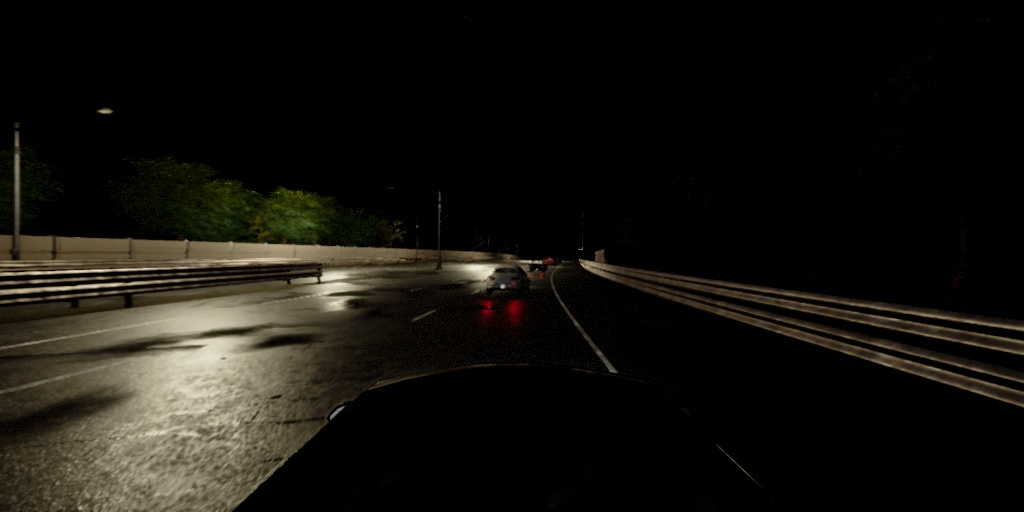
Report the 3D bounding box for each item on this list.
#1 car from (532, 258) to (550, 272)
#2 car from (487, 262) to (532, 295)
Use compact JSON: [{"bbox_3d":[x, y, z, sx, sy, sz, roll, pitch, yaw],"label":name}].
[{"bbox_3d":[3.074,1.180,41.770,1.895,1.301,4.718,1,0,9],"label":"car"},{"bbox_3d":[-0.143,1.194,19.095,1.812,1.442,4.674,0,0,7],"label":"car"}]
